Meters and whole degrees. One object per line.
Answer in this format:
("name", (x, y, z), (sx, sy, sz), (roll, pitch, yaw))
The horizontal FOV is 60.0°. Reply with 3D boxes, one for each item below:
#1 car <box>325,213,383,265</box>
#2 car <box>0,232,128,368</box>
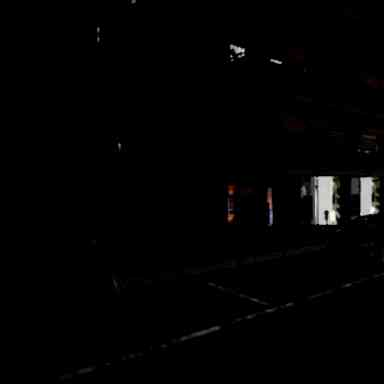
("car", (6.144, 1.407, 10.951), (4.403, 1.369, 2.008), (-1, 0, -36))
("car", (-3.049, 1.440, 4.386), (4.097, 1.590, 1.967), (-1, 0, -36))
